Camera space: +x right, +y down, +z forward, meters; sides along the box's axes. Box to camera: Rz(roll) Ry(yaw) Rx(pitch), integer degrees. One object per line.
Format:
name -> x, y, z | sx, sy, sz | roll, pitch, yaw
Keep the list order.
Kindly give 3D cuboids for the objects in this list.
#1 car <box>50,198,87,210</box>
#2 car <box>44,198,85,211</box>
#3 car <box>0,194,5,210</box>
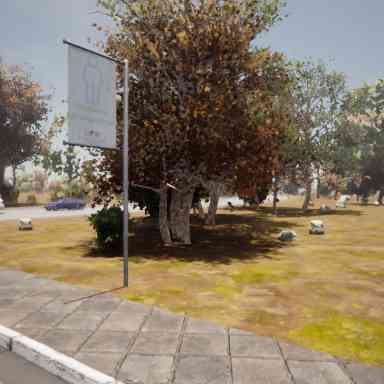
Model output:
car -> -16.448, 1.544, 44.498 | 1.994, 1.385, 4.181 | 0, 0, 38
car -> -15.419, 1.515, 40.153 | 1.812, 1.442, 4.674 | 0, 0, 38
car -> -21.435, 1.221, 32.592 | 2.150, 2.045, 5.566 | 0, 0, 39
